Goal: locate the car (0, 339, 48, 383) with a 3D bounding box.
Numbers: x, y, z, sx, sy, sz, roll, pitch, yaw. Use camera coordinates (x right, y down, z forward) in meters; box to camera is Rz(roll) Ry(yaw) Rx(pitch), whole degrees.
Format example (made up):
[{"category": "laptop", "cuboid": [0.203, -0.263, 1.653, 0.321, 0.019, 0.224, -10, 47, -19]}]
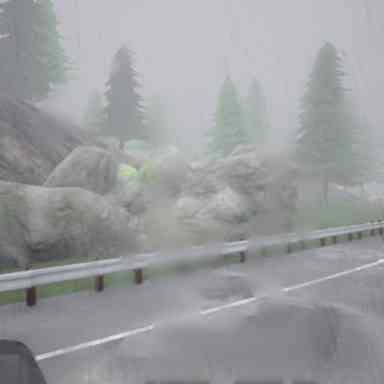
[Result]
[{"category": "car", "cuboid": [-3.392, 1.552, 1.359, 5.357, 1.411, 2.033, 0, 0, -35]}]
